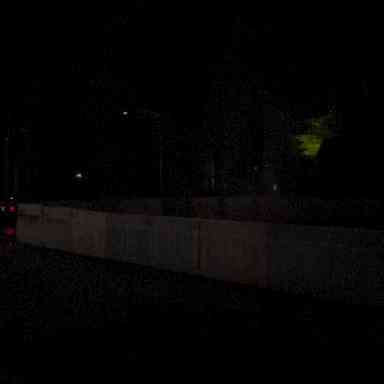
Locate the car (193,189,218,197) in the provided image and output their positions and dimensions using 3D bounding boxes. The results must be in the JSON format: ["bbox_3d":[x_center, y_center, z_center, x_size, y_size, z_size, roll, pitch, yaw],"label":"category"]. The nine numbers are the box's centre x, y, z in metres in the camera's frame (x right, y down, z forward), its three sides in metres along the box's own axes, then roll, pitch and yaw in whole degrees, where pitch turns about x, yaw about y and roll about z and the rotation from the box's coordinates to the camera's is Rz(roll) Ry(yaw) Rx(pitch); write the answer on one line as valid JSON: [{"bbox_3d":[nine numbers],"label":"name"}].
[{"bbox_3d":[2.347,0.496,55.988,2.150,2.045,5.566,0,1,35],"label":"car"}]

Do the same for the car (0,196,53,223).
[{"bbox_3d":[-9.961,1.037,21.550,2.097,1.767,4.553,0,1,35],"label":"car"}]
